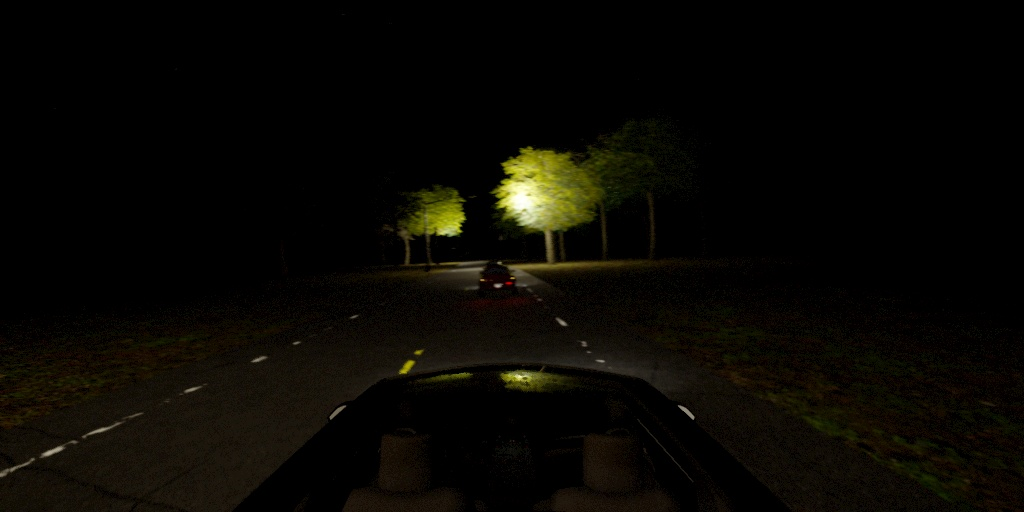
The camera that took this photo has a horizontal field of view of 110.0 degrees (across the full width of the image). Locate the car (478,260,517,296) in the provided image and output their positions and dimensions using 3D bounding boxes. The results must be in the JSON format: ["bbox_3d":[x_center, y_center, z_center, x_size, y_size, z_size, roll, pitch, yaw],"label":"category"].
[{"bbox_3d":[-0.774,1.182,18.927,1.812,1.442,4.674,-3,1,-3],"label":"car"}]
